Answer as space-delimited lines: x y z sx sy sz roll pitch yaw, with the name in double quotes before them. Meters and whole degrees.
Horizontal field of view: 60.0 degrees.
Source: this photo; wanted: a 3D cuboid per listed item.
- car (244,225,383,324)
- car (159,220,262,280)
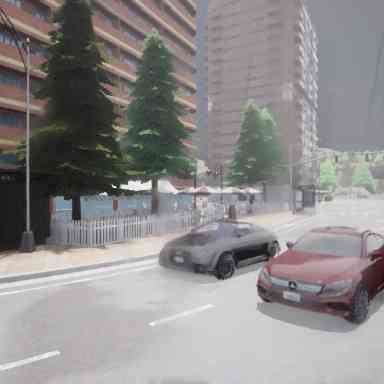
"car" 3.264 1.526 7.425 1.812 1.442 4.674 0 0 42
"car" 0.985 1.564 10.111 1.994 1.385 4.181 0 0 41
